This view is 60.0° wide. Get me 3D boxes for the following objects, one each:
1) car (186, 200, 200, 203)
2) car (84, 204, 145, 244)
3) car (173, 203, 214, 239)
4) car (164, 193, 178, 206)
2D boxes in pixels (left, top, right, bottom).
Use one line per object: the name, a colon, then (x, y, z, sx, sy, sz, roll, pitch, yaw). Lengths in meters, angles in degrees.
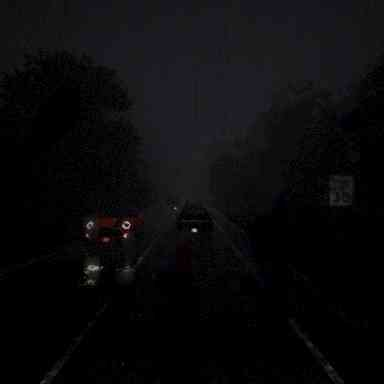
car: (0.133, 1.553, 34.998, 1.882, 1.535, 5.008, 0, 0, 0)
car: (-3.585, 1.417, 16.100, 2.097, 1.767, 4.553, 0, 0, 0)
car: (0.116, 1.561, 17.709, 2.128, 1.511, 4.902, 0, 0, 0)
car: (-3.503, 1.256, 56.848, 2.150, 2.045, 5.566, 0, 0, 1)
